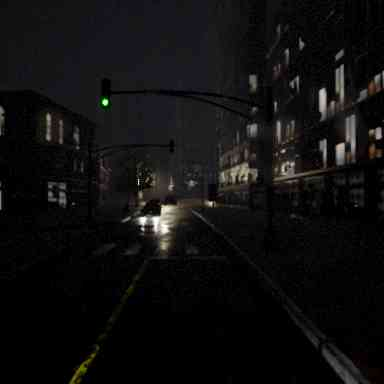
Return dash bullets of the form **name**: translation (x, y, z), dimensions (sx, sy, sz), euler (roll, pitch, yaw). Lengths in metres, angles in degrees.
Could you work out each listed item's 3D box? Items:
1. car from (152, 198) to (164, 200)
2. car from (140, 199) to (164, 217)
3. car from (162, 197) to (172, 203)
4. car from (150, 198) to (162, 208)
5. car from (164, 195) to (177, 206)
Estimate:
- **car**: translation (-4.919, 1.737, 43.948), dimensions (1.837, 1.490, 4.892), euler (0, 0, -5)
- **car**: translation (-4.098, 1.743, 33.704), dimensions (1.994, 1.385, 4.181), euler (0, 0, -4)
- **car**: translation (-5.566, 1.739, 73.418), dimensions (1.812, 1.442, 4.674), euler (0, 0, -9)
- **car**: translation (-5.917, 1.787, 54.129), dimensions (1.837, 1.490, 4.892), euler (0, 0, -6)
- **car**: translation (-4.131, 1.554, 63.135), dimensions (2.150, 2.045, 5.566), euler (0, 0, -8)
